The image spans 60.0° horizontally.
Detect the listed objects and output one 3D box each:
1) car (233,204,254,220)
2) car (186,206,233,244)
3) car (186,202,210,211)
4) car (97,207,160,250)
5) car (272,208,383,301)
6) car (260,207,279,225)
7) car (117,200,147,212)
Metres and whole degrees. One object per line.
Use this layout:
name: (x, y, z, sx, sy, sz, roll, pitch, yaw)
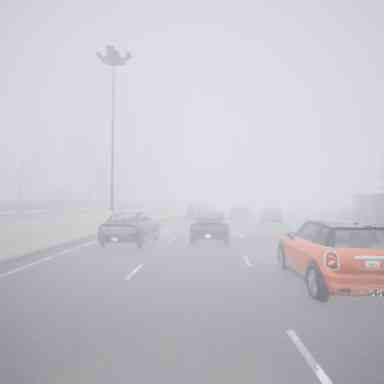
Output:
car: (5.218, 1.954, 34.535, 1.882, 1.535, 5.008, 0, -1, 18)
car: (1.022, 1.728, 17.174, 1.837, 1.490, 4.892, 0, -1, 7)
car: (0.968, 1.765, 32.720, 2.097, 1.767, 4.553, 0, -1, 17)
car: (-2.731, 1.656, 15.367, 2.128, 1.511, 4.902, 0, -1, 6)
car: (3.720, 1.498, 8.801, 2.097, 1.767, 4.553, 1, -1, 2)
car: (6.728, 1.956, 27.827, 2.033, 1.411, 5.357, 0, -1, 16)
car: (-8.570, 1.987, 47.910, 1.882, 1.535, 5.008, 0, -1, 23)
